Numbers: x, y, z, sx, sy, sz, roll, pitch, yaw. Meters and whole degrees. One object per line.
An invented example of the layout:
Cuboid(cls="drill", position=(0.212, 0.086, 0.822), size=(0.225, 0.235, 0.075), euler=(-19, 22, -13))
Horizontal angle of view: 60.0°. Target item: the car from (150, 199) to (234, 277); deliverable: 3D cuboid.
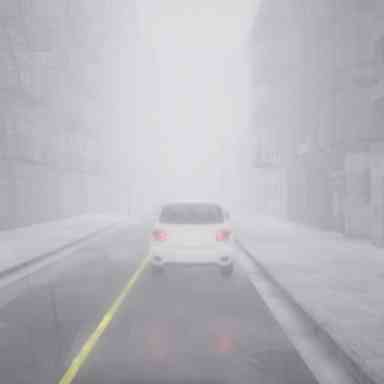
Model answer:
Cuboid(cls="car", position=(0.051, 1.227, 10.468), size=(2.150, 2.045, 5.566), euler=(0, -1, 2))

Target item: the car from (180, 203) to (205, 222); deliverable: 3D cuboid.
Cuboid(cls="car", position=(0.064, 1.625, 27.878), size=(1.895, 1.301, 4.718), euler=(0, 0, 0))

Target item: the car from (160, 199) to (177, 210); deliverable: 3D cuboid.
Cuboid(cls="car", position=(-3.117, 1.634, 45.136), size=(1.895, 1.301, 4.718), euler=(0, 0, 0))
